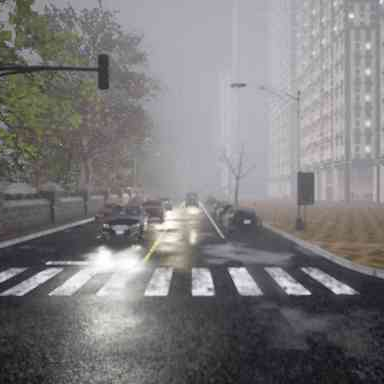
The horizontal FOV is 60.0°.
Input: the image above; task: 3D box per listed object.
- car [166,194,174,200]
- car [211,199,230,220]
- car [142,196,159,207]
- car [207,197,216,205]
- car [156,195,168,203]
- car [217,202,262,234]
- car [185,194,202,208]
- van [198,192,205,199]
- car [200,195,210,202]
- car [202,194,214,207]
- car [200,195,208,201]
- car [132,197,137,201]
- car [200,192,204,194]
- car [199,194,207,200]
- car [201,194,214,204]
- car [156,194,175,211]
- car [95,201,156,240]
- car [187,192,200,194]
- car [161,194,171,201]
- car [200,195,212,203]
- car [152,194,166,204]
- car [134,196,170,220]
[{"bbox_3d":[-5.716,1.198,85.861,1.887,1.381,4.507,0,0,0],"label":"car"},{"bbox_3d":[2.683,1.454,23.909,1.947,1.339,4.313,0,0,0],"label":"car"},{"bbox_3d":[-5.703,1.320,46.267,1.752,1.417,4.829,0,0,0],"label":"car"},{"bbox_3d":[2.682,1.429,29.542,1.947,1.339,4.313,0,0,0],"label":"car"},{"bbox_3d":[-5.709,1.275,63.333,1.887,1.381,4.507,0,0,0],"label":"car"},{"bbox_3d":[2.685,1.479,18.277,1.947,1.339,4.313,0,0,0],"label":"car"},{"bbox_3d":[-0.015,1.346,45.145,2.033,1.411,5.357,0,0,0],"label":"car"},{"bbox_3d":[2.663,0.978,91.497,1.690,1.788,3.998,0,0,0],"label":"van"},{"bbox_3d":[2.670,1.260,68.967,2.008,1.369,4.403,0,0,0],"label":"car"},{"bbox_3d":[2.677,1.338,46.440,1.887,1.381,4.507,0,0,0],"label":"car"},{"bbox_3d":[2.668,1.272,74.600,1.802,1.307,4.206,0,0,0],"label":"car"},{"bbox_3d":[-5.700,1.280,35.171,1.967,1.590,4.097,0,0,0],"label":"car"},{"bbox_3d":[2.675,1.212,52.071,1.967,1.590,4.097,0,0,0],"label":"car"},{"bbox_3d":[2.666,1.253,80.232,1.802,1.307,4.206,0,0,0],"label":"car"},{"bbox_3d":[2.674,1.191,57.702,1.967,1.590,4.097,0,0,0],"label":"car"},{"bbox_3d":[-3.081,1.336,37.180,1.837,1.490,4.892,0,0,0],"label":"car"},{"bbox_3d":[-3.156,1.414,16.432,2.128,1.511,4.902,0,0,-3],"label":"car"},{"bbox_3d":[-0.018,0.980,55.590,2.150,2.045,5.566,0,0,0],"label":"car"},{"bbox_3d":[-5.712,1.235,74.597,1.887,1.381,4.507,0,0,0],"label":"car"},{"bbox_3d":[2.671,1.281,63.335,2.008,1.369,4.403,0,0,0],"label":"car"},{"bbox_3d":[-5.706,1.191,57.700,1.967,1.590,4.097,0,0,0],"label":"car"},{"bbox_3d":[-3.101,1.353,26.779,1.882,1.535,5.008,0,0,0],"label":"car"}]
